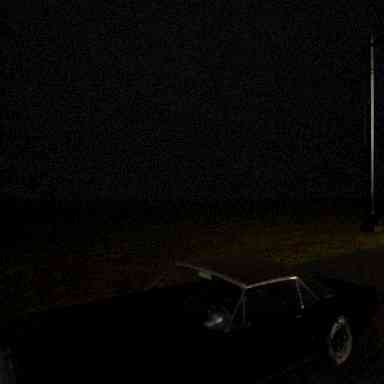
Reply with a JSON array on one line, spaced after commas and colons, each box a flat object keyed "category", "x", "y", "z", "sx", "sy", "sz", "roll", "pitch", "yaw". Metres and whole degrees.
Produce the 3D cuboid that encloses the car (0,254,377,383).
[{"category": "car", "x": 0.274, "y": 1.583, "z": 4.190, "sx": 4.718, "sy": 1.301, "sz": 1.895, "roll": 0, "pitch": 0, "yaw": -36}]
